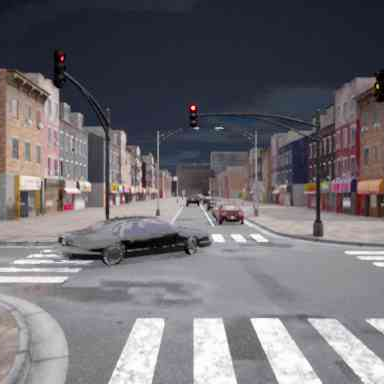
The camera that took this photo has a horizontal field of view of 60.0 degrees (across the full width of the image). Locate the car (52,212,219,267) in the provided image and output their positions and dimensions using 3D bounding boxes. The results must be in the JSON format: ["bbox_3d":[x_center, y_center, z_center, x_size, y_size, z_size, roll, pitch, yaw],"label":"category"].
[{"bbox_3d":[-1.850,1.542,11.465,5.357,1.411,2.033,0,0,-38],"label":"car"}]

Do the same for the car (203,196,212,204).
[{"bbox_3d":[3.167,1.641,69.338,1.812,1.442,4.674,0,0,0],"label":"car"}]

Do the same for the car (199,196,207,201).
[{"bbox_3d":[2.817,1.760,86.644,1.802,1.307,4.206,0,0,0],"label":"car"}]

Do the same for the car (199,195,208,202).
[{"bbox_3d":[2.805,1.597,80.965,1.967,1.590,4.097,0,0,0],"label":"car"}]

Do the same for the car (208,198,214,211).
[{"bbox_3d":[2.701,1.536,30.018,1.752,1.417,4.829,0,0,0],"label":"car"}]

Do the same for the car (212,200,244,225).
[{"bbox_3d":[2.689,1.549,24.169,1.887,1.381,4.507,0,0,0],"label":"car"}]

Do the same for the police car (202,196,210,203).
[{"bbox_3d":[3.138,1.516,62.448,1.930,1.638,5.238,0,0,0],"label":"police car"}]

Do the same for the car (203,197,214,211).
[{"bbox_3d":[2.723,1.595,41.207,1.947,1.339,4.313,0,0,0],"label":"car"}]

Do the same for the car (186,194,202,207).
[{"bbox_3d":[0.162,1.285,54.126,2.150,2.045,5.566,0,0,1],"label":"car"}]
